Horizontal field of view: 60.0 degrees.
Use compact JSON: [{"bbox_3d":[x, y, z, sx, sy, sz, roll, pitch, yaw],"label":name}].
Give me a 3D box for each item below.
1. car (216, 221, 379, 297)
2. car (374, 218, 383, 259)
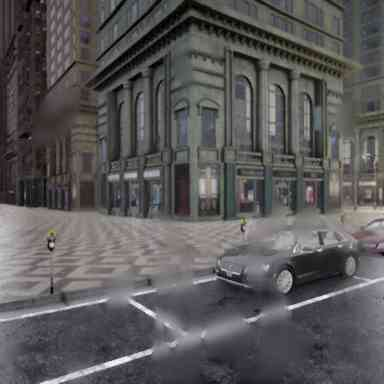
[{"bbox_3d":[2.588,1.546,8.484,4.403,1.369,2.008,0,0,-35],"label":"car"},{"bbox_3d":[7.000,1.575,11.620,4.206,1.307,1.802,0,0,-35],"label":"car"}]
